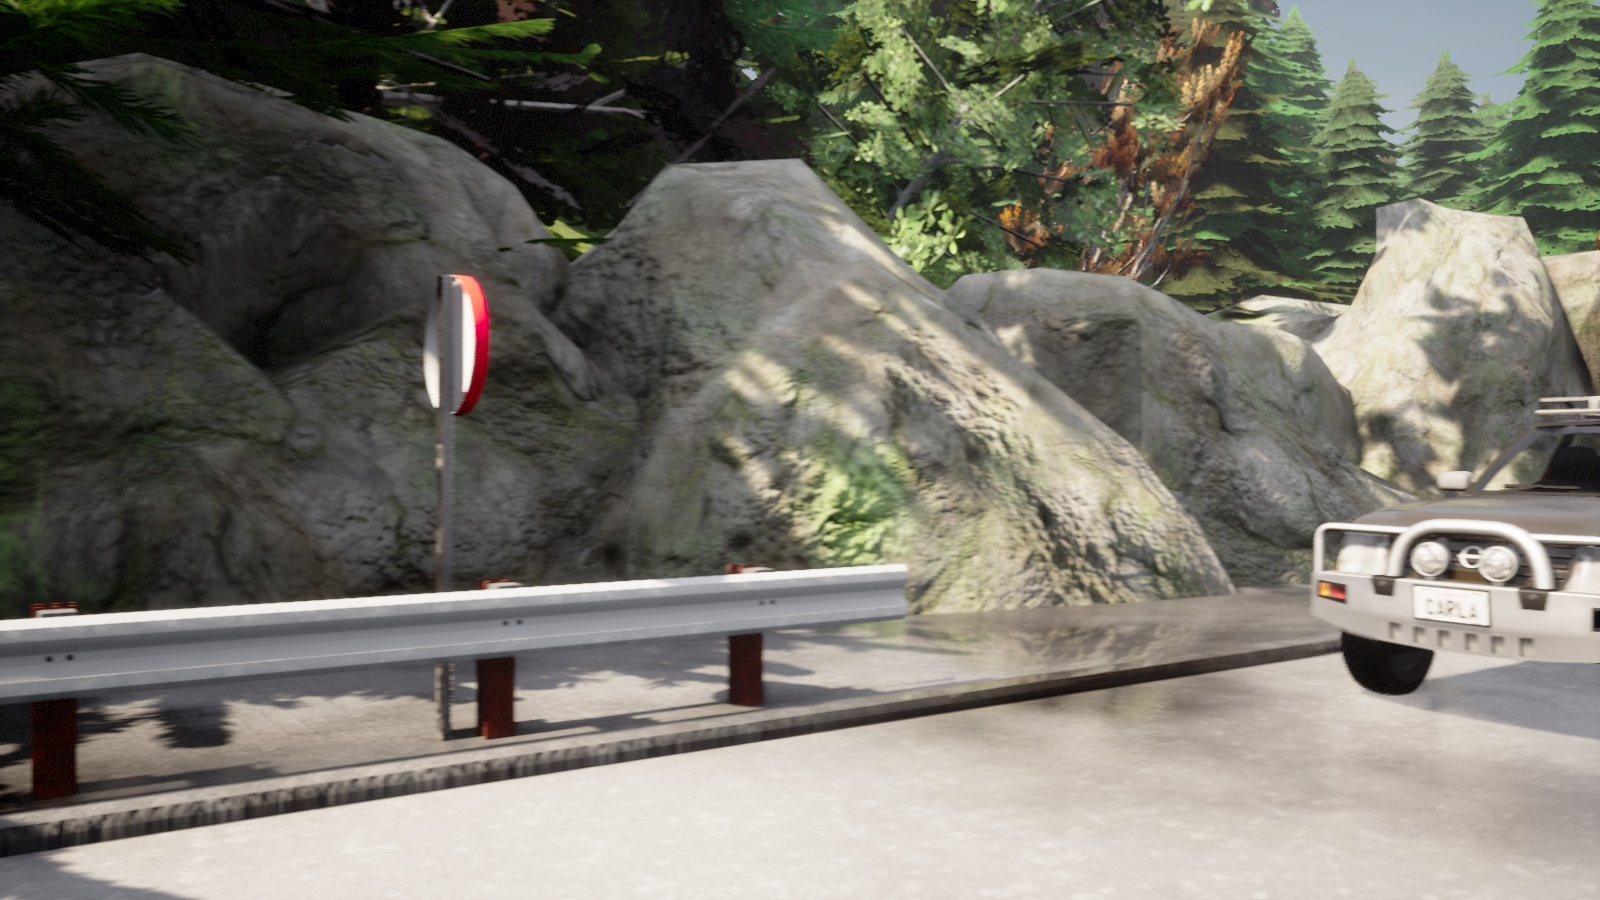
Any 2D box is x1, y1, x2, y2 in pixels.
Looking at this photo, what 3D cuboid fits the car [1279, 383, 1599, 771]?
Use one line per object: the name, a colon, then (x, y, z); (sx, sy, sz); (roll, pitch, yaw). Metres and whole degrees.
car: (5.285, 0.572, 7.927); (4.605, 1.855, 1.932); (-1, 0, -35)
